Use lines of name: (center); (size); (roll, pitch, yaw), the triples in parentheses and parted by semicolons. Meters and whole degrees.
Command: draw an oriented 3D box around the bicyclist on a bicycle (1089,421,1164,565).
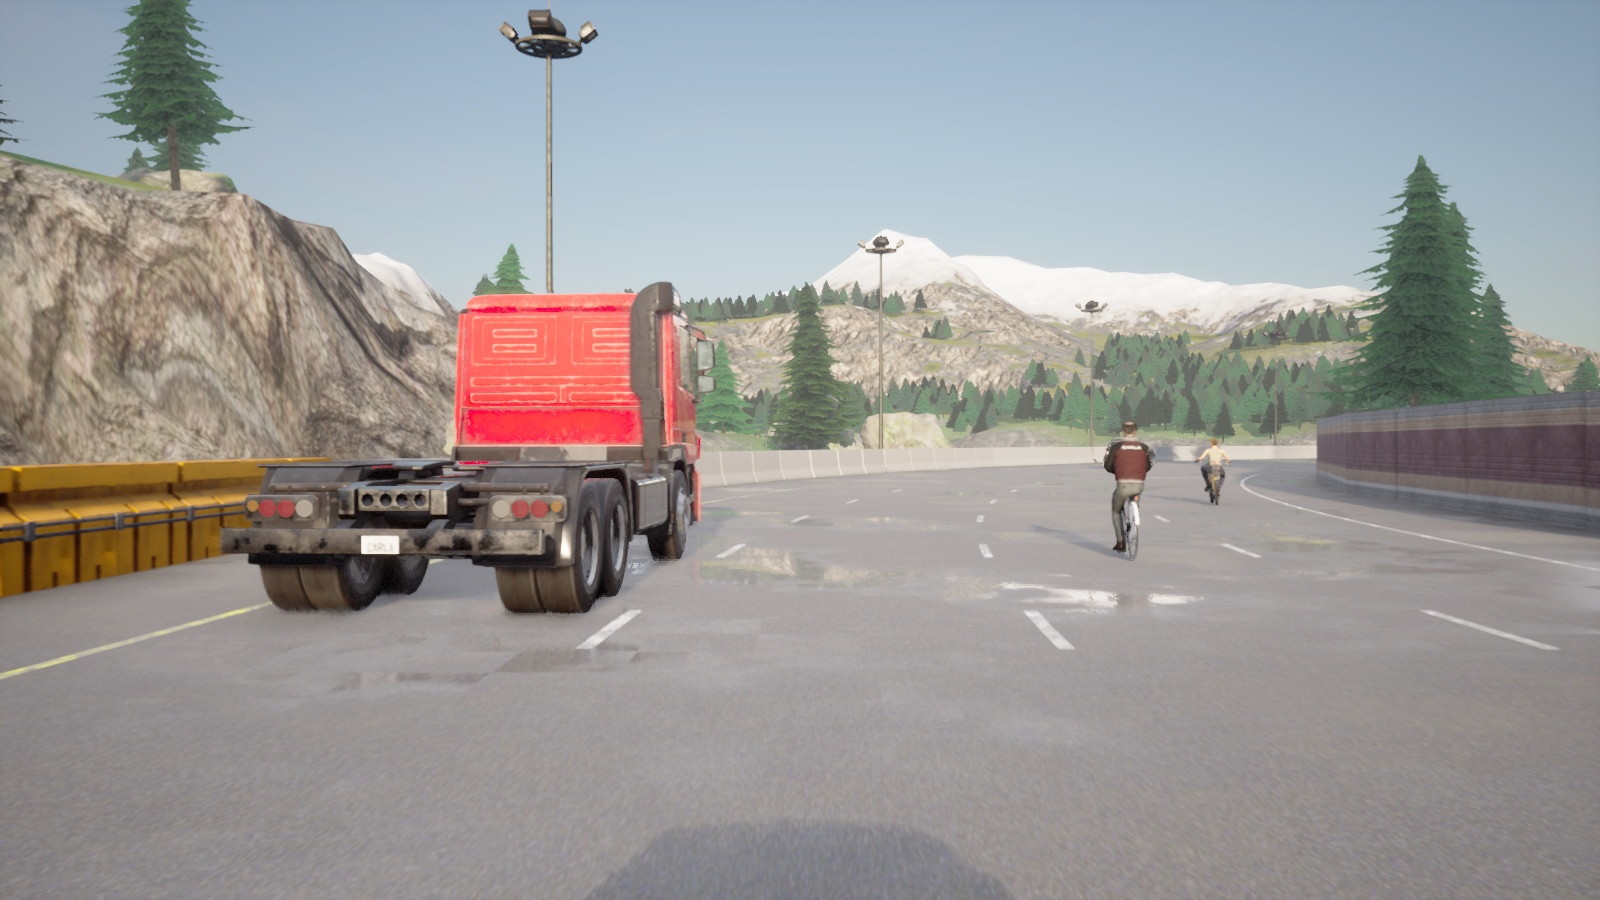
bicyclist on a bicycle: (4.276, 0.527, 16.549); (0.659, 1.776, 1.843); (1, 1, 6)

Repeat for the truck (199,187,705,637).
truck: (-3.019, -0.315, 13.720); (2.891, 3.462, 7.936); (0, 0, 4)

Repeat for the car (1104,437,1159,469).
car: (19.399, 0.166, 73.382); (1.932, 1.855, 4.605); (0, 0, 31)

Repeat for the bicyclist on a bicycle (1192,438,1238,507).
bicyclist on a bicycle: (9.998, 0.521, 30.300); (0.866, 1.612, 1.509); (0, 0, 12)
